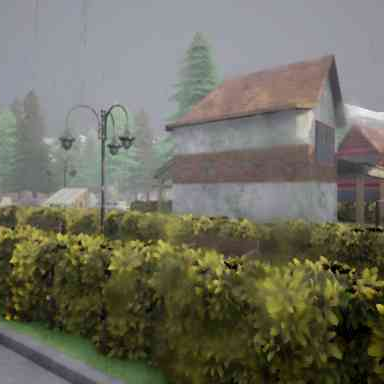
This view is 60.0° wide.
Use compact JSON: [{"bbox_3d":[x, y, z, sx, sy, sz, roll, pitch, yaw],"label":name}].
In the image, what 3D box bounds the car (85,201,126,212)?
[{"bbox_3d":[-9.324,1.652,35.241,1.895,1.301,4.718,0,0,36],"label":"car"}]
